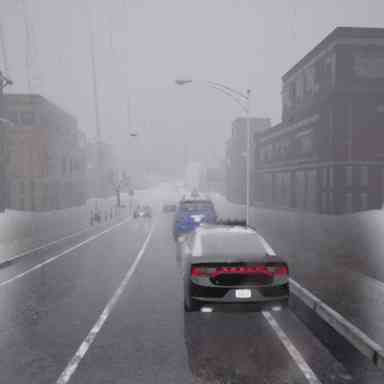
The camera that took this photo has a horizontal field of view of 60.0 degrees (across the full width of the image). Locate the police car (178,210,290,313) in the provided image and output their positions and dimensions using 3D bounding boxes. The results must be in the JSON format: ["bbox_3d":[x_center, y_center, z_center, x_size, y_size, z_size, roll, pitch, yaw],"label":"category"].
[{"bbox_3d":[0.715,1.463,7.960,1.930,1.638,5.238,0,-1,-3],"label":"police car"}]

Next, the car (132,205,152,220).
[{"bbox_3d":[-5.273,2.127,35.737,2.128,1.511,4.902,0,-1,-5],"label":"car"}]

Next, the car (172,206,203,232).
[{"bbox_3d":[-0.410,1.851,23.934,1.882,1.535,5.008,0,-2,-5],"label":"car"}]

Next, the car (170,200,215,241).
[{"bbox_3d":[0.065,1.433,17.965,2.150,2.045,5.566,0,-1,-4],"label":"car"}]

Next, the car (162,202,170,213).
[{"bbox_3d":[-3.102,2.126,46.720,1.882,1.535,5.008,0,0,-4],"label":"car"}]
